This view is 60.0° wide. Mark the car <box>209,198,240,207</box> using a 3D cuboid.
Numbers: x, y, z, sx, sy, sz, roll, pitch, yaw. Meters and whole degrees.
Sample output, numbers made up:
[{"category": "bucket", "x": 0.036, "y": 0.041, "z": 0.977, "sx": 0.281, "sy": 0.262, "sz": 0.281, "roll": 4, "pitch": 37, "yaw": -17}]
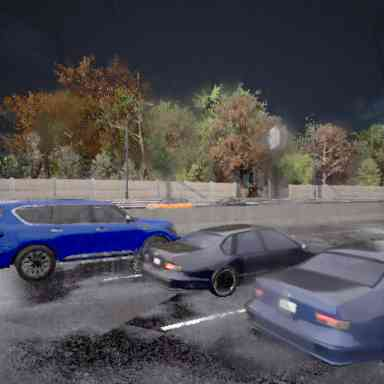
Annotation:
[{"category": "car", "x": 4.217, "y": 1.505, "z": 38.672, "sx": 4.892, "sy": 1.490, "sz": 1.837, "roll": 0, "pitch": 0, "yaw": -30}]

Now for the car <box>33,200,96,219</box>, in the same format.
[{"category": "car", "x": -11.333, "y": 1.478, "z": 29.625, "sx": 5.008, "sy": 1.535, "sz": 1.882, "roll": 0, "pitch": 0, "yaw": -30}]

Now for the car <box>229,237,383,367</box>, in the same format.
[{"category": "car", "x": 3.446, "y": 1.546, "z": 5.608, "sx": 5.357, "sy": 1.411, "sz": 2.033, "roll": 0, "pitch": 0, "yaw": -29}]

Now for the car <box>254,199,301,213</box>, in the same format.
[{"category": "car", "x": 9.779, "y": 1.548, "z": 37.860, "sx": 5.357, "sy": 1.411, "sz": 2.033, "roll": 0, "pitch": 0, "yaw": -30}]

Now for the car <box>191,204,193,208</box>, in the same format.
[{"category": "car", "x": -2.178, "y": 1.352, "z": 30.902, "sx": 4.553, "sy": 1.767, "sz": 2.097, "roll": 0, "pitch": 0, "yaw": -30}]

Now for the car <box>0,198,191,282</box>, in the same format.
[{"category": "car", "x": -3.074, "y": 1.223, "z": 9.905, "sx": 5.566, "sy": 2.045, "sz": 2.150, "roll": 0, "pitch": 0, "yaw": -30}]

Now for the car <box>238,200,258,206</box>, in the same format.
[{"category": "car", "x": 7.155, "y": 1.601, "z": 32.286, "sx": 4.718, "sy": 1.301, "sz": 1.895, "roll": 0, "pitch": 0, "yaw": -30}]

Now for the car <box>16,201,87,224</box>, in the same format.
[{"category": "car", "x": -10.886, "y": 1.492, "z": 25.837, "sx": 4.902, "sy": 1.511, "sz": 2.128, "roll": 0, "pitch": 0, "yaw": -30}]

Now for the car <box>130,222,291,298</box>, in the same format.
[{"category": "car", "x": 1.402, "y": 1.546, "z": 8.459, "sx": 5.357, "sy": 1.411, "sz": 2.033, "roll": 0, "pitch": 0, "yaw": -30}]

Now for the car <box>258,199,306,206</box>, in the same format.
[{"category": "car", "x": 8.728, "y": 1.547, "z": 29.149, "sx": 5.357, "sy": 1.411, "sz": 2.033, "roll": 0, "pitch": 0, "yaw": -30}]
